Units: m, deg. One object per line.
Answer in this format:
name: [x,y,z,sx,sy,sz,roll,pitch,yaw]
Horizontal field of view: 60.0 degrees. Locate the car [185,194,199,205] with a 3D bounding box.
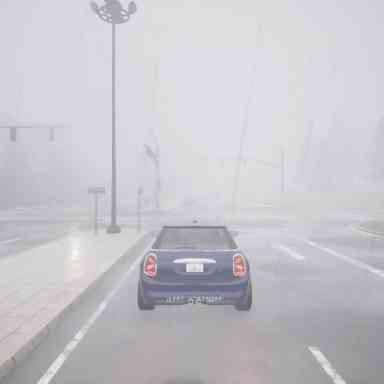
car: [-0.210,1.526,54.766,1.812,1.442,4.674,0,0,-1]

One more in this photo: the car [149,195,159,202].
car: [-8.562,1.500,75.551,1.837,1.490,4.892,0,0,-1]

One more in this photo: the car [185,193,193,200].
car: [-0.899,1.189,95.625,2.150,2.045,5.566,0,0,-1]

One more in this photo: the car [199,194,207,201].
car: [2.775,1.513,85.331,1.812,1.442,4.674,0,0,-1]

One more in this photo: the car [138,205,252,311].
car: [0.063,1.352,7.946,2.097,1.767,4.553,0,0,0]

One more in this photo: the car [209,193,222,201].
car: [6.280,1.215,85.063,2.150,2.045,5.566,0,0,-1]

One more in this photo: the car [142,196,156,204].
car: [-8.419,1.506,64.563,1.837,1.490,4.892,0,0,0]
